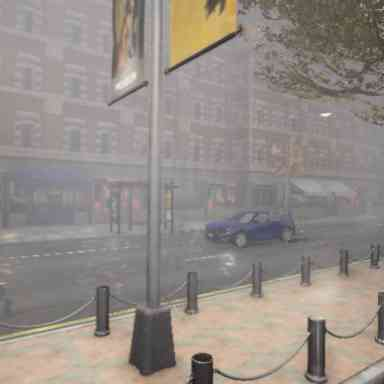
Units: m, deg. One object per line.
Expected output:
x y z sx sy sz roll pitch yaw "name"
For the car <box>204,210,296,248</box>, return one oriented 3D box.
2.847 1.634 15.850 5.008 1.535 1.882 1 -1 -35 "car"
